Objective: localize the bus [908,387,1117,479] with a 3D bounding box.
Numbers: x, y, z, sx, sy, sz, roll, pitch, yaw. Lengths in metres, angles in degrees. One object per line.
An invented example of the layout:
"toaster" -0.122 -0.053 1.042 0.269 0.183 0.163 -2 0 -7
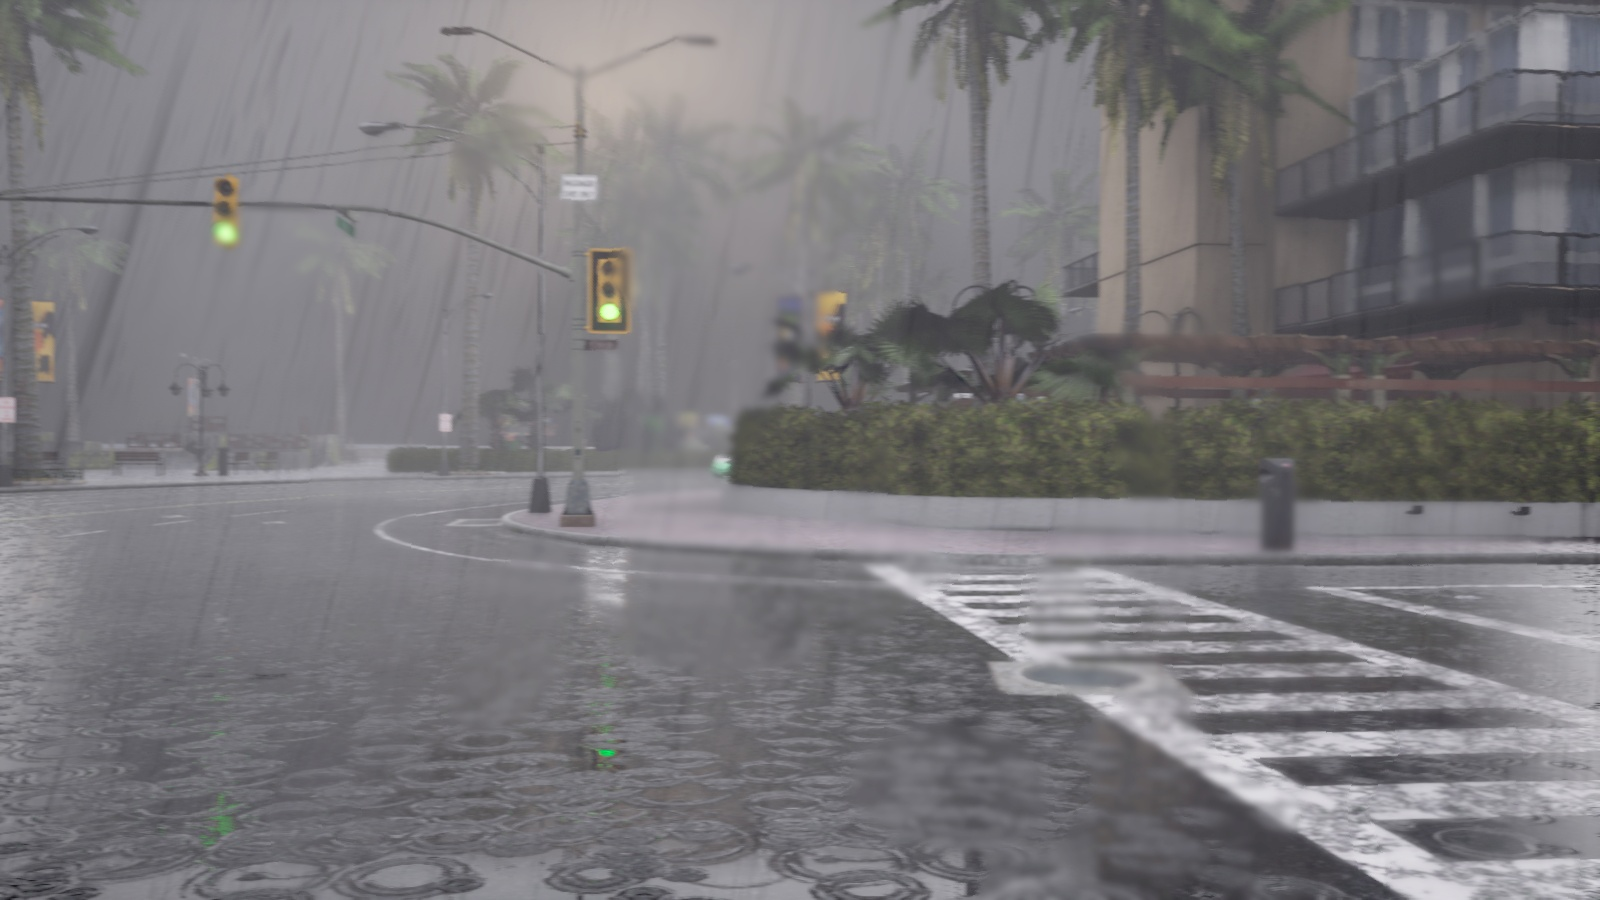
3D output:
"bus" 10.678 -0.785 62.586 10.273 4.253 3.944 0 0 -32

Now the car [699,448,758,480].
"car" -3.226 0.619 56.646 2.207 1.376 1.481 0 0 -42
